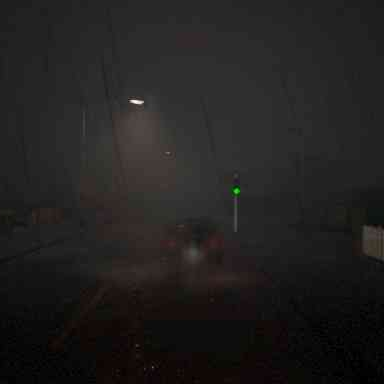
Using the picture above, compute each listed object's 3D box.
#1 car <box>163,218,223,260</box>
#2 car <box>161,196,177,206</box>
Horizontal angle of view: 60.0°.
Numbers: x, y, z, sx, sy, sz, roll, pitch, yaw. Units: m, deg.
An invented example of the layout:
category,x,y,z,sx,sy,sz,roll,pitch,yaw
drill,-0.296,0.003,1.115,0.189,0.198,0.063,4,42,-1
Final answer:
category,x,y,z,sx,sy,sz,roll,pitch,yaw
car,0.057,1.624,12.526,1.895,1.301,4.718,0,0,0
car,-4.063,1.454,56.299,2.097,1.767,4.553,0,0,0
